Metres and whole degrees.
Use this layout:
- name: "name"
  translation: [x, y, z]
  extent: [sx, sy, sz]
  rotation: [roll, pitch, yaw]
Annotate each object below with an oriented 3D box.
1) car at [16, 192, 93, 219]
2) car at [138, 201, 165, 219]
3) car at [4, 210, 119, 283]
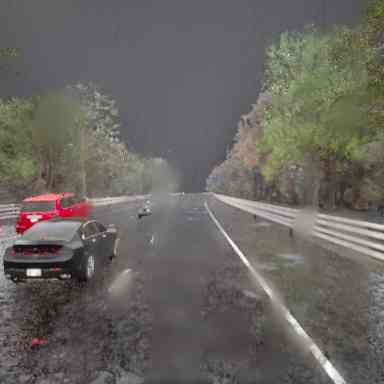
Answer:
- name: "car"
  translation: [-6.947, 1.041, 17.343]
  extent: [2.150, 2.045, 5.566]
  rotation: [-2, 7, 0]
- name: "car"
  translation: [-3.358, 1.476, 28.172]
  extent: [2.033, 1.411, 5.357]
  rotation: [0, 0, 0]
- name: "car"
  translation: [-3.422, 1.486, 9.610]
  extent: [1.837, 1.490, 4.892]
  rotation: [0, 0, 0]
